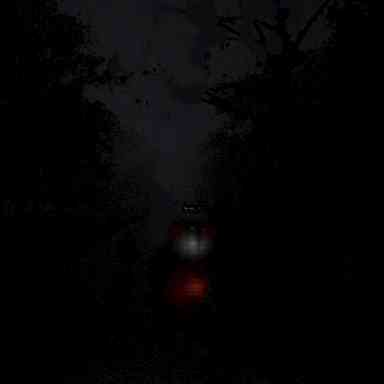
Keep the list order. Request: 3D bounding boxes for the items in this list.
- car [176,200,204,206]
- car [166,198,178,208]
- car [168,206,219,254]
[{"bbox_3d":[0.010,1.534,28.988,2.128,1.511,4.902,0,0,0],"label":"car"},{"bbox_3d":[-3.017,1.676,52.898,1.882,1.535,5.008,0,-1,0],"label":"car"},{"bbox_3d":[0.054,1.525,13.628,1.837,1.490,4.892,0,0,0],"label":"car"}]
